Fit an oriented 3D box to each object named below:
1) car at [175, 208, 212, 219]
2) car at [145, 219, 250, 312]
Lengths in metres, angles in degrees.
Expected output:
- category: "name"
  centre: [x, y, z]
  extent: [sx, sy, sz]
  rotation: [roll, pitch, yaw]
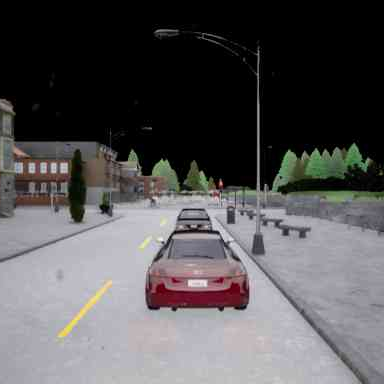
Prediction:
- category: "car"
  centre: [0.074, 1.547, 17.055]
  extent: [2.033, 1.411, 5.357]
  rotation: [0, 0, 0]
- category: "car"
  centre: [0.091, 1.564, 7.819]
  extent: [1.994, 1.385, 4.181]
  rotation: [0, 0, 0]
